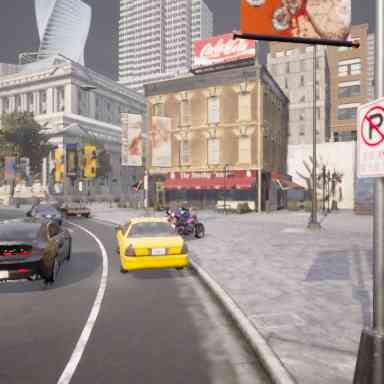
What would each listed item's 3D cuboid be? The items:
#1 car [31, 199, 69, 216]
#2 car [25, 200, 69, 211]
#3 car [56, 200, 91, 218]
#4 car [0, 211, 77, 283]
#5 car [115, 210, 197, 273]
[{"bbox_3d":[-14.167,1.507,33.065,2.002,1.452,4.674,0,0,-44],"label":"car"},{"bbox_3d":[-10.185,1.539,22.706,2.033,1.411,5.357,0,0,-31],"label":"car"},{"bbox_3d":[-10.377,1.586,28.766,1.895,1.301,4.718,0,0,-34],"label":"car"},{"bbox_3d":[-4.595,1.502,9.416,1.837,1.490,4.892,0,0,-13],"label":"car"},{"bbox_3d":[-1.478,1.456,10.764,1.801,1.575,5.366,0,0,-15],"label":"car"}]
